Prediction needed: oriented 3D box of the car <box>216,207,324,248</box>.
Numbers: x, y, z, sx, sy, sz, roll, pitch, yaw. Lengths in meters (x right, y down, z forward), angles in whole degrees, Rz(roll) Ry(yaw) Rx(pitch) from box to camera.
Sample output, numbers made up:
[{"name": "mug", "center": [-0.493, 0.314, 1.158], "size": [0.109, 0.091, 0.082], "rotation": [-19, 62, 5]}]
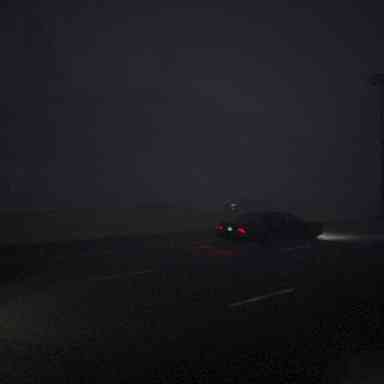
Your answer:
[{"name": "car", "center": [3.590, 1.545, 14.884], "size": [5.357, 1.411, 2.033], "rotation": [0, 0, -35]}]

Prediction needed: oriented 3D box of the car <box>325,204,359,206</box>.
[{"name": "car", "center": [15.607, 1.519, 34.824], "size": [4.674, 1.442, 1.812], "rotation": [0, 0, -28]}]

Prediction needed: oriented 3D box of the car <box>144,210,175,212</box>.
[{"name": "car", "center": [-3.872, 1.595, 35.370], "size": [4.718, 1.301, 1.895], "rotation": [0, 0, -33]}]

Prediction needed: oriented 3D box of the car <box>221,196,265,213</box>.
[{"name": "car", "center": [5.672, 1.345, 37.194], "size": [4.553, 1.767, 2.097], "rotation": [0, 0, -31]}]

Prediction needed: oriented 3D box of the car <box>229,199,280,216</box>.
[{"name": "car", "center": [6.337, 1.485, 33.532], "size": [4.902, 1.511, 2.128], "rotation": [0, 0, -31]}]
